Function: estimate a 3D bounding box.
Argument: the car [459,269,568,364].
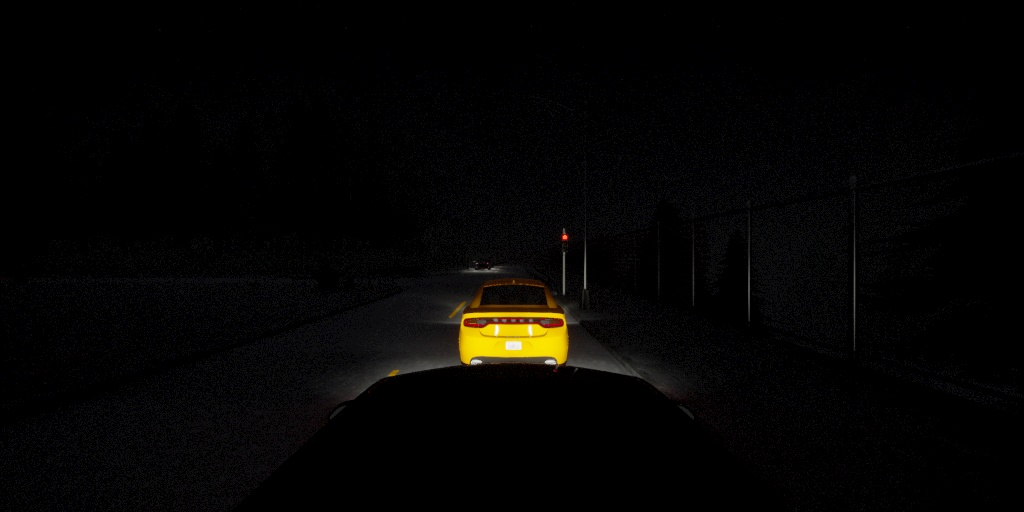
[{"bbox_3d":[0.043,1.228,7.991,1.882,1.535,5.008,0,0,0],"label":"car"}]

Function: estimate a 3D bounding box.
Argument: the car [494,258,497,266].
[{"bbox_3d":[-4.109,1.351,62.236,1.895,1.301,4.718,0,0,0],"label":"car"}]

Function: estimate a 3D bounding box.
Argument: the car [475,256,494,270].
[{"bbox_3d":[-4.123,1.102,51.959,2.097,1.767,4.553,0,0,0],"label":"car"}]
